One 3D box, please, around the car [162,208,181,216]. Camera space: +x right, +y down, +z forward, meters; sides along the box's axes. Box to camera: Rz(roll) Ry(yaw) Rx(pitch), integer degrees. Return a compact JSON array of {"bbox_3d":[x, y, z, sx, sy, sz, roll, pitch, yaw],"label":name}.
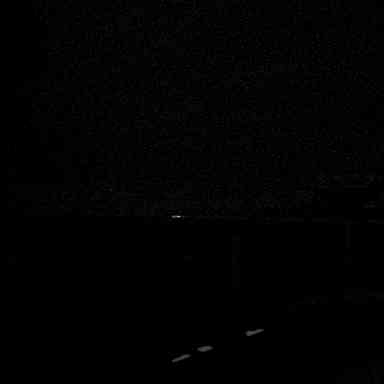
[{"bbox_3d":[-3.674,3.515,58.456,1.812,1.442,4.674,0,-3,-35],"label":"car"}]
